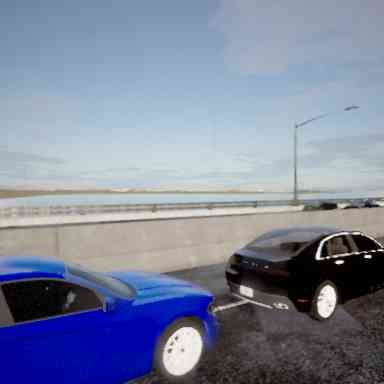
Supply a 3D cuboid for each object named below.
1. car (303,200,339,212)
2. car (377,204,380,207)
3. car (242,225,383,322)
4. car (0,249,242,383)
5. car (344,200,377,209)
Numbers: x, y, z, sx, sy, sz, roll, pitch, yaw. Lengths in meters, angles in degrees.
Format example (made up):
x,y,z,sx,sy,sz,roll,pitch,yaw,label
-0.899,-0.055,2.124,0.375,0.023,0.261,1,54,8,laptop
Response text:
x,y,z,sx,sy,sz,roll,pitch,yaw,label
13.614,1.486,35.001,4.181,1.385,1.994,0,0,-35,car
19.575,1.404,30.622,4.902,1.511,2.128,0,0,-35,car
2.935,1.490,7.250,4.892,1.490,1.837,0,0,-35,car
-1.944,1.478,3.773,5.008,1.535,1.882,0,0,-36,car
16.946,1.480,33.056,4.181,1.385,1.994,0,0,-35,car
